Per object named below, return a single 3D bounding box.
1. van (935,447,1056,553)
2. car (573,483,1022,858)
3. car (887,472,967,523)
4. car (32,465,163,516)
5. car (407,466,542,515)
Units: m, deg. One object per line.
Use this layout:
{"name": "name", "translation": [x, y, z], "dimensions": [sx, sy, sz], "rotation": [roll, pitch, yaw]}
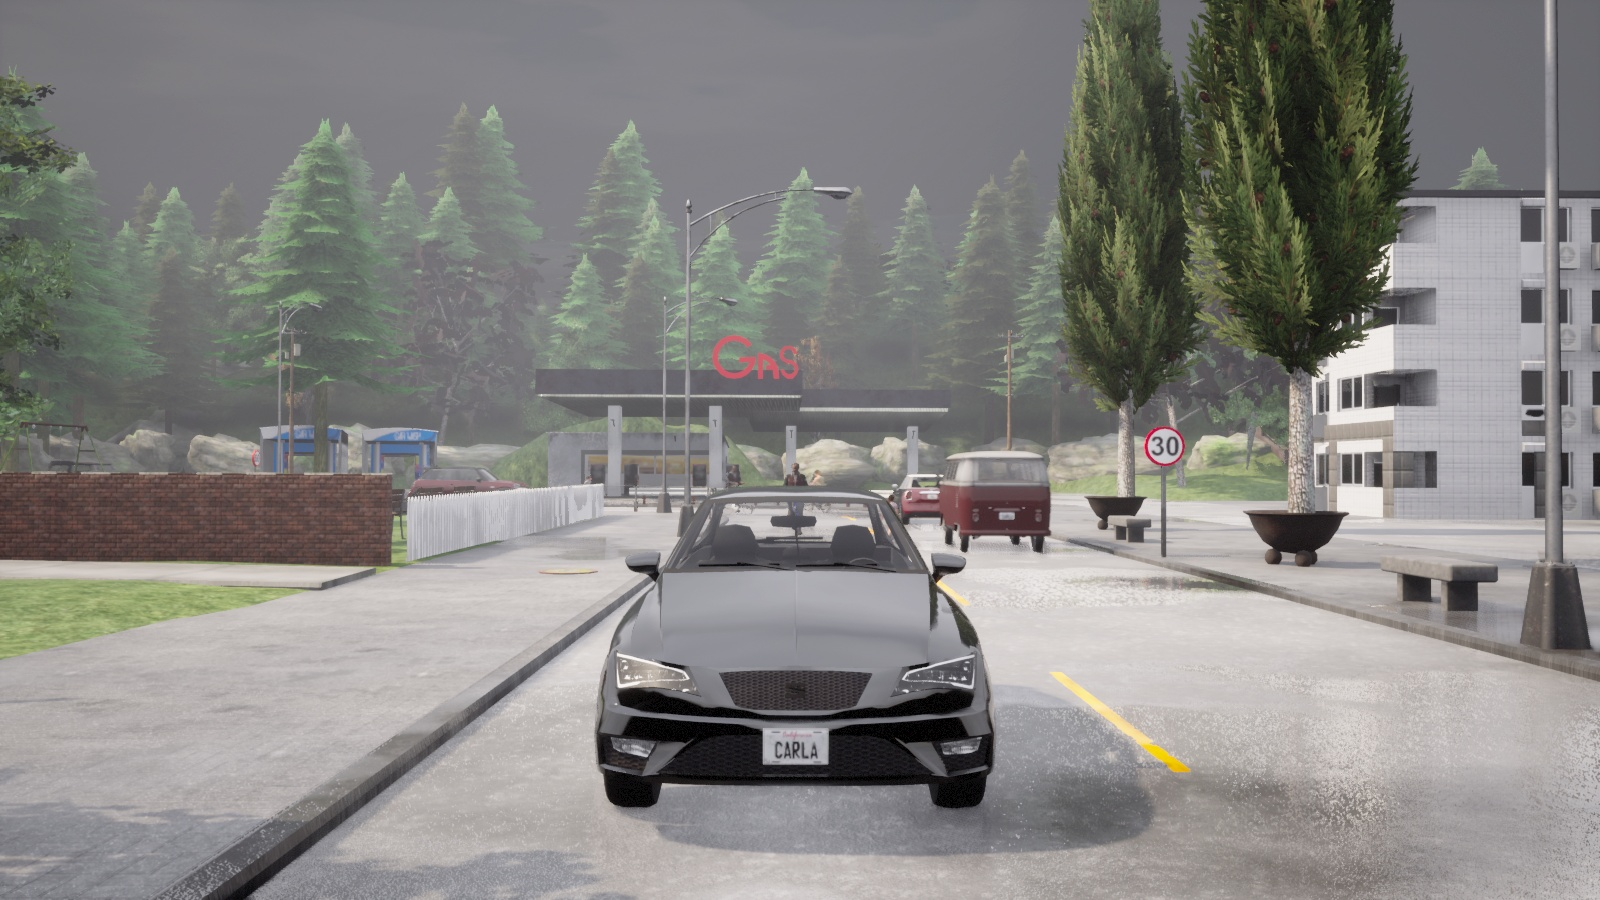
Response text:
{"name": "van", "translation": [3.925, 0.986, 25.905], "dimensions": [1.775, 1.987, 4.442], "rotation": [0, -1, 0]}
{"name": "car", "translation": [-0.019, 0.949, 7.198], "dimensions": [1.816, 1.474, 4.193], "rotation": [0, -1, 0]}
{"name": "car", "translation": [3.836, 1.411, 38.569], "dimensions": [1.970, 1.475, 3.806], "rotation": [0, -1, -1]}
{"name": "car", "translation": [-26.365, 1.507, 47.226], "dimensions": [3.866, 1.878, 1.905], "rotation": [0, -1, 0]}
{"name": "car", "translation": [-12.212, 1.514, 47.296], "dimensions": [4.553, 1.767, 2.097], "rotation": [0, -1, 0]}
